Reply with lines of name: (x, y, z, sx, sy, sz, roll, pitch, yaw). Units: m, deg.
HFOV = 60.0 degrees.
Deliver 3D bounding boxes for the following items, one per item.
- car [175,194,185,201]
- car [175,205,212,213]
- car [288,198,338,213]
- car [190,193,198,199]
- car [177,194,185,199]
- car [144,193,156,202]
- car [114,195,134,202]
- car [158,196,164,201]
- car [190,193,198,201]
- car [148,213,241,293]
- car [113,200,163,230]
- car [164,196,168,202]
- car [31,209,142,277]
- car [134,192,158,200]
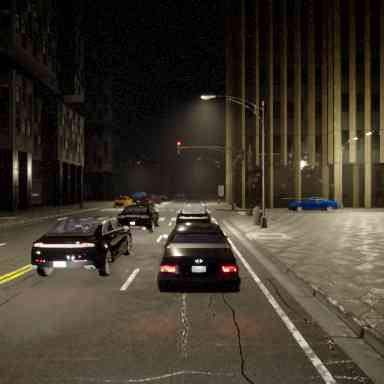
car: (-2.850, 1.313, 77.142, 2.128, 1.511, 4.902, 0, 0, 0)
car: (0.095, 1.475, 18.724, 2.128, 1.511, 4.902, 0, 0, 0)
car: (12.714, 1.368, 35.075, 5.008, 1.535, 1.882, 0, 0, 1)
car: (0.454, 1.114, 87.546, 2.128, 1.511, 4.902, 0, 0, 0)
car: (-2.795, 1.184, 87.594, 1.895, 1.301, 4.718, 0, 0, 0)
car: (-9.368, 1.165, 73.872, 2.097, 1.767, 4.553, 0, 0, 0)
car: (-9.608, 1.393, 46.546, 1.882, 1.535, 5.008, 0, 0, 0)
car: (-6.303, 1.445, 55.506, 1.994, 1.385, 4.181, 0, 0, 0)
car: (0.400, 1.288, 77.124, 1.837, 1.490, 4.892, 0, 0, 0)
car: (0.145, 1.544, 8.980, 2.033, 1.411, 5.357, 0, 0, 0)
car: (-3.052, 1.459, 19.631, 1.882, 1.535, 5.008, 0, 0, 0)
car: (-6.145, 1.424, 69.091, 1.895, 1.301, 4.718, 0, 0, 0)
car: (-3.099, 1.486, 10.255, 2.128, 1.511, 4.902, 0, 0, 0)
car: (-6.332, 1.269, 45.991, 2.097, 1.767, 4.553, 0, 0, -1)
